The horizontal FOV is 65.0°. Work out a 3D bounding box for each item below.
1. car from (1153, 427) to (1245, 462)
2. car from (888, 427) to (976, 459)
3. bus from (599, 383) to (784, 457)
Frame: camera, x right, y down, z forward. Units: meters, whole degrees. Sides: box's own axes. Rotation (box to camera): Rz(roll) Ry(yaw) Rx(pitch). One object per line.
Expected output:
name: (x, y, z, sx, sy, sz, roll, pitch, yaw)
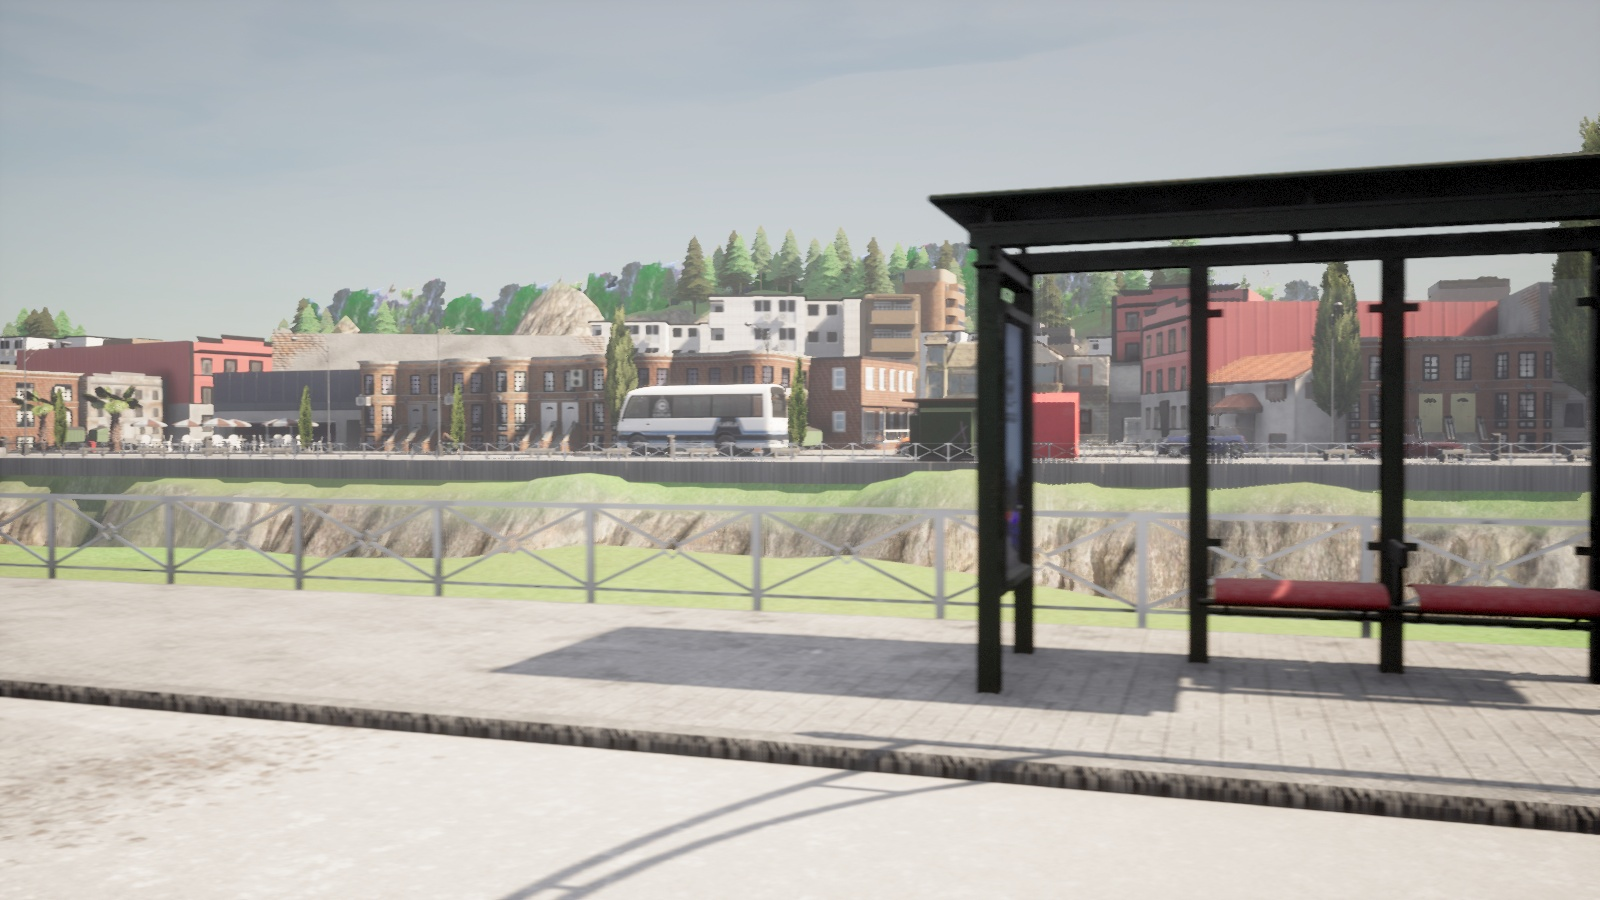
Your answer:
car: (20.961, -0.293, 65.978, 4.553, 1.767, 2.097, 1, 1, 19)
car: (7.423, -0.417, 70.536, 4.553, 1.767, 2.097, 1, 1, 19)
bus: (-6.491, -1.779, 75.198, 10.273, 4.253, 3.944, 1, 1, 19)
